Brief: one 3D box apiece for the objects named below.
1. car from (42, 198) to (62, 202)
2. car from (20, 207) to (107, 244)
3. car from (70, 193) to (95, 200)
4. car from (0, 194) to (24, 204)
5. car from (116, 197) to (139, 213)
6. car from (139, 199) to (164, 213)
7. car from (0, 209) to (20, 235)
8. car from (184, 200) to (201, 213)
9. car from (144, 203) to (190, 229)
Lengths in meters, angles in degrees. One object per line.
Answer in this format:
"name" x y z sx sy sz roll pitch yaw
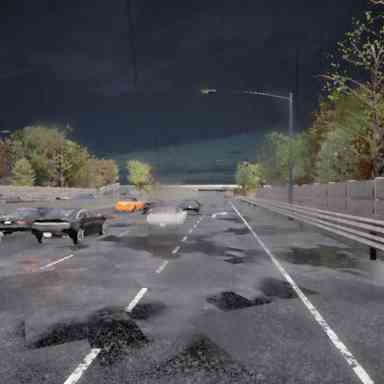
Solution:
"car" -20.335 1.536 48.379 1.812 1.442 4.674 0 0 5
"car" -5.535 1.491 15.700 2.128 1.511 4.902 0 0 5
"car" -16.628 1.238 50.524 2.150 2.045 5.566 0 0 5
"car" -24.267 1.358 43.842 2.097 1.767 4.553 0 0 6
"car" -7.050 1.356 37.751 2.097 1.767 4.553 0 0 5
"car" -3.801 1.505 34.808 1.837 1.490 4.892 0 0 5
"car" -8.760 1.547 18.791 2.033 1.411 5.357 0 0 5
"car" -0.004 1.567 37.919 1.994 1.385 4.181 0 0 5
"car" -1.491 1.600 21.531 1.895 1.301 4.718 0 0 5
